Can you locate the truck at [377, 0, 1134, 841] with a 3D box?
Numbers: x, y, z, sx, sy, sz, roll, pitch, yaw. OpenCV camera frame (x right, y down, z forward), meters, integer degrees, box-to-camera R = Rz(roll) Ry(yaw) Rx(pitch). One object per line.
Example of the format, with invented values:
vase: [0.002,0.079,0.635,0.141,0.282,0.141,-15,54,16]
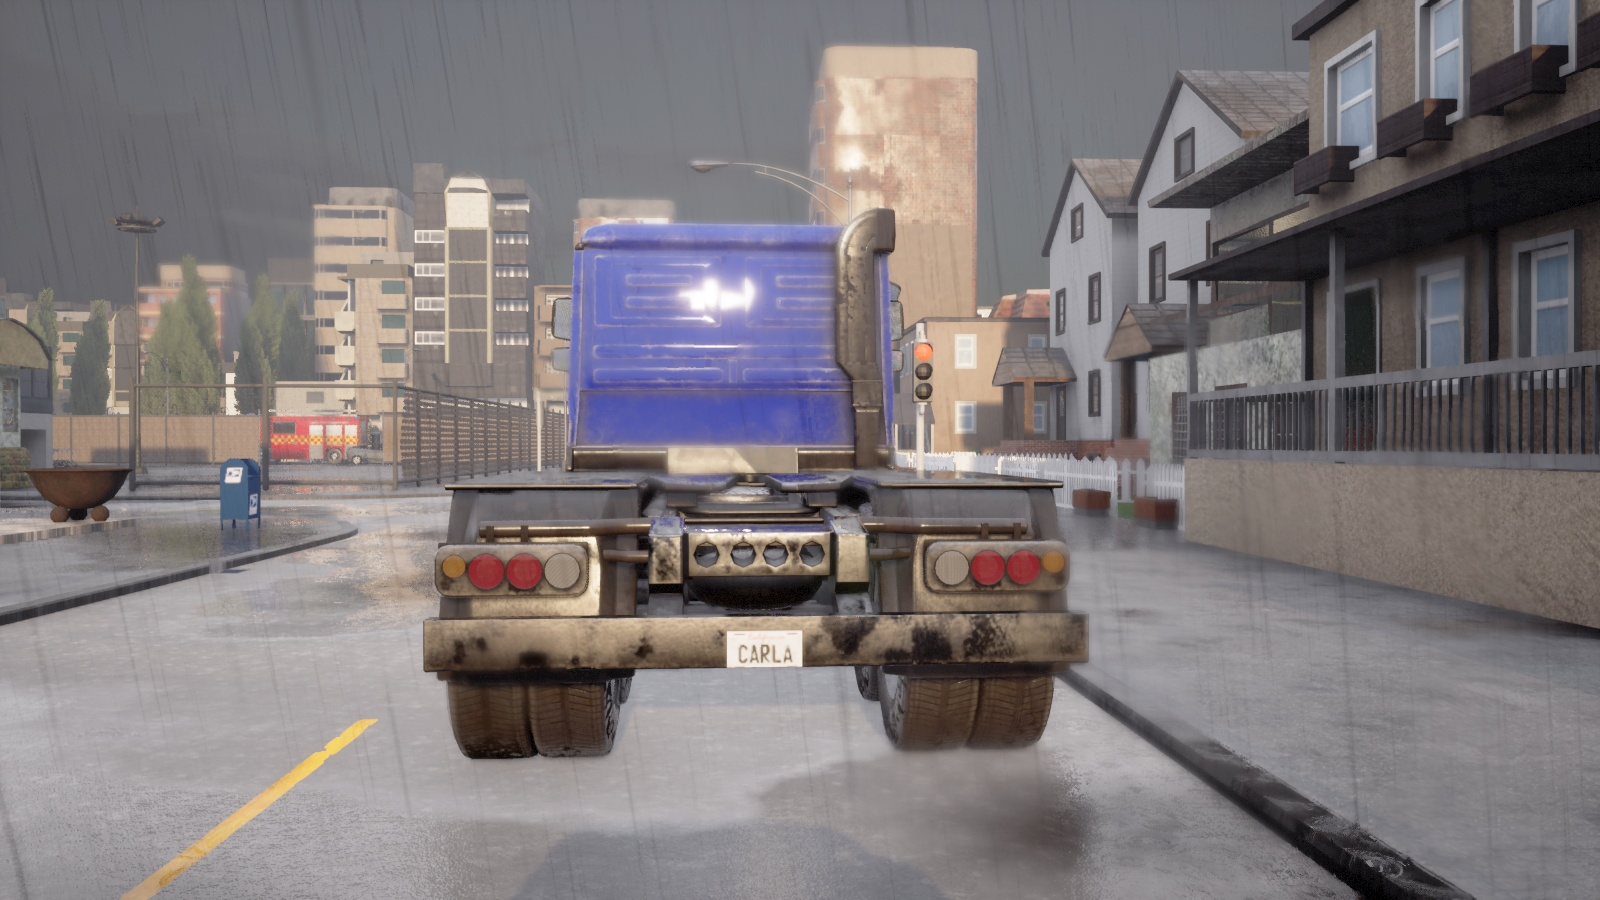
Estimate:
truck: [-0.432,-0.285,8.765,2.891,3.462,7.936,0,0,-4]

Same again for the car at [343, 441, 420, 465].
car: [-27.921,0.197,83.916,4.514,1.525,2.007,0,0,-3]

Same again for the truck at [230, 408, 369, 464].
truck: [-34.798,-0.940,87.533,8.468,3.827,2.891,0,0,-3]

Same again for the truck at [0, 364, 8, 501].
truck: [-24.135,-0.427,30.451,7.936,3.462,2.891,0,0,-2]
